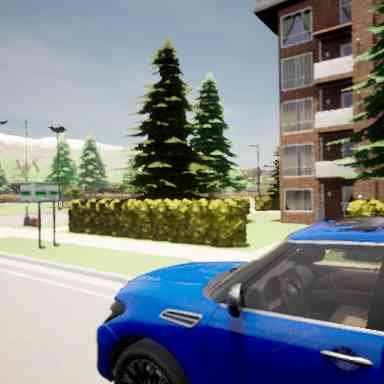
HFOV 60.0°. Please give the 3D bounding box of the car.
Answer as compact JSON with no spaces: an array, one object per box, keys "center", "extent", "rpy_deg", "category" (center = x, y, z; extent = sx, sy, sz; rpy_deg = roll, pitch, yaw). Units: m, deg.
[{"center":[1.629,1.224,2.839],"extent":[5.566,2.045,2.150],"rpy_deg":[-1,-1,35],"category":"car"}]
